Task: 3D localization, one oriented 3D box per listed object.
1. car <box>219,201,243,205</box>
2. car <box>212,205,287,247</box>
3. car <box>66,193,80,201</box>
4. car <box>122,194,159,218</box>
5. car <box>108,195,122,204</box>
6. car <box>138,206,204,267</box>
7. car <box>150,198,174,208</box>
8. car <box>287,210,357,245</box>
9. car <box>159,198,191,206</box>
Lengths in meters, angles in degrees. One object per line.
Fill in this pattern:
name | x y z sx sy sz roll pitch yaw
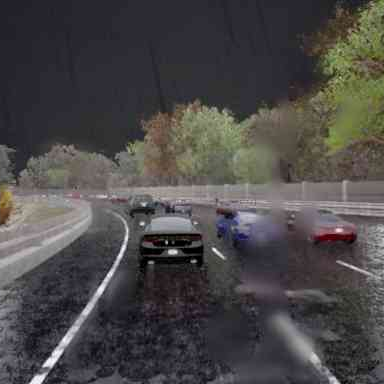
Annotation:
car | 3.479 1.519 30.268 1.994 1.385 4.181 0 0 -25
car | 2.281 1.502 14.762 1.812 1.442 4.674 0 0 -8
car | -30.947 1.242 86.358 2.150 2.045 5.566 0 0 -36
car | -4.839 1.206 30.623 2.150 2.045 5.566 0 0 -17
car | -14.917 1.332 65.759 2.097 1.767 4.553 0 0 -36
car | -0.783 1.468 11.446 1.882 1.535 5.008 0 0 -6
car | -4.424 1.563 48.389 1.895 1.301 4.718 0 0 -26
car | 5.690 1.528 15.511 1.994 1.385 4.181 0 0 -9
car | -1.429 1.463 31.259 2.128 1.511 4.902 0 0 -17
